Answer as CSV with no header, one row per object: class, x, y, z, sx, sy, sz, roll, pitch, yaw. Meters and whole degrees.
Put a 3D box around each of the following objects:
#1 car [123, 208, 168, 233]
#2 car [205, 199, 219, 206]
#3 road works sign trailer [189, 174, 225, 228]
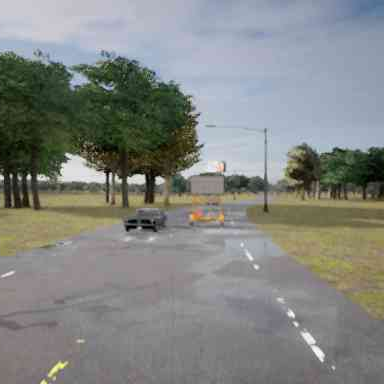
car,-2.716,1.672,20.376,1.895,1.301,4.718,0,0,5
car,3.742,1.807,61.275,2.128,1.511,4.902,0,0,14
road works sign trailer,1.082,0.561,23.308,2.380,3.560,2.880,0,0,6
